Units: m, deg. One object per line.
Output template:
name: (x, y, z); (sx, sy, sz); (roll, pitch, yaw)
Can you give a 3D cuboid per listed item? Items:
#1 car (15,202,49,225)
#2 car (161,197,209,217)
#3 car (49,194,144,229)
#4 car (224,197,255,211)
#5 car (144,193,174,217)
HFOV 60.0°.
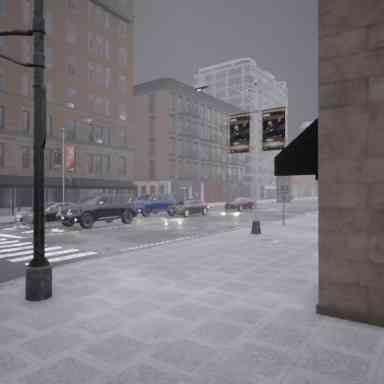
car: (-9.430, 1.442, 22.733); (2.128, 1.511, 4.902); (0, 0, 35)
car: (-0.312, 1.402, 29.983); (1.837, 1.490, 4.892); (0, 0, 35)
car: (-6.045, 1.161, 21.888); (2.150, 2.045, 5.566); (0, 0, 35)
car: (5.531, 1.332, 38.212); (1.882, 1.535, 5.008); (0, 0, 35)
car: (-3.735, 1.131, 30.771); (2.150, 2.045, 5.566); (0, 0, 35)
